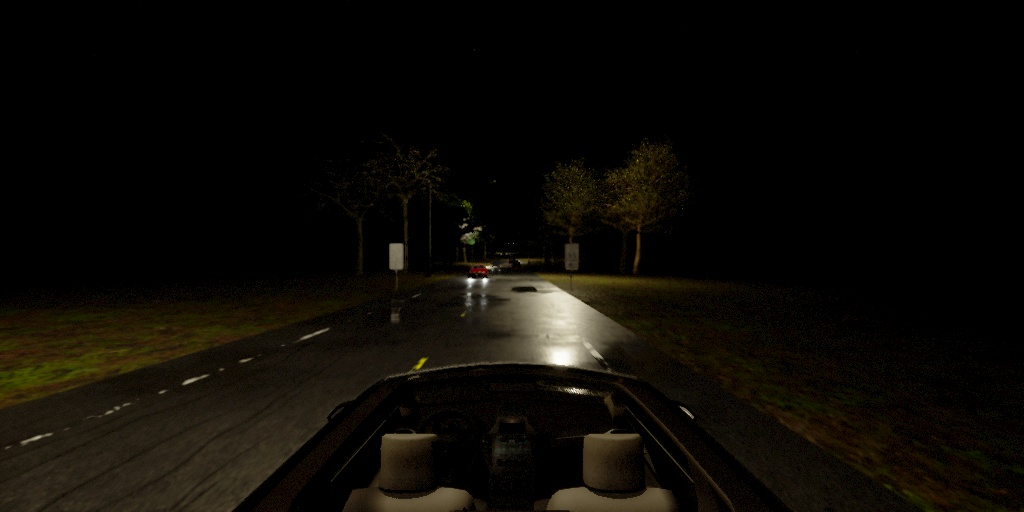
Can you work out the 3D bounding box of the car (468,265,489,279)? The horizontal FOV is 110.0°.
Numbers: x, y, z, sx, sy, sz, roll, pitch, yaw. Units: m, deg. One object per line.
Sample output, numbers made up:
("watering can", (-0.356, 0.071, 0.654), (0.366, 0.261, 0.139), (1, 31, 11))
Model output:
("car", (-3.587, 1.664, 39.037), (1.812, 1.442, 4.674), (0, -1, 0))
